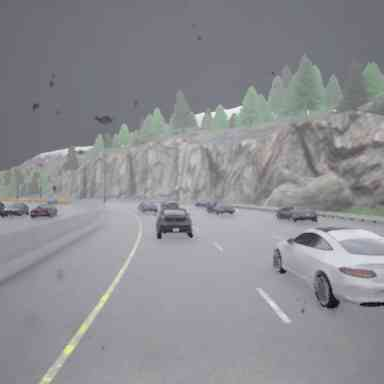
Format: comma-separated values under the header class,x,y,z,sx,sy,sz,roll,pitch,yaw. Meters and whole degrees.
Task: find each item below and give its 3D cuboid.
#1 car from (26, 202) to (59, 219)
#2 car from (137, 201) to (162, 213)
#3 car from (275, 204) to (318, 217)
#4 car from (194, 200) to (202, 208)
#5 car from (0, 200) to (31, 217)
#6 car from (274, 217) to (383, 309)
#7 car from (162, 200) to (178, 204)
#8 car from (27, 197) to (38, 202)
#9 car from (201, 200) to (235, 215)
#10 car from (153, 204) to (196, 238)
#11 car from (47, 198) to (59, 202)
class,x,y,z,sx,sy,sz,roll,pitch,yaw
car,-14.575,1.920,32.969,1.895,1.301,4.718,0,0,-14
car,-5.582,1.843,41.417,2.033,1.411,5.357,0,0,-17
car,8.283,1.656,26.746,1.994,1.385,4.181,0,0,-10
car,1.846,1.900,52.318,1.895,1.301,4.718,0,0,-19
car,-18.899,1.920,35.898,2.033,1.411,5.357,0,0,-15
car,3.377,1.546,7.845,1.812,1.442,4.674,0,0,-3
car,-3.050,1.801,44.731,1.837,1.490,4.892,0,0,-17
car,-35.565,1.854,74.023,1.837,1.490,4.892,0,0,-32
car,2.981,1.740,36.045,2.033,1.411,5.357,0,0,-14
car,-1.110,1.627,18.768,1.837,1.490,4.892,0,0,-7
car,-29.883,2.003,71.399,1.882,1.535,5.008,0,0,-29
